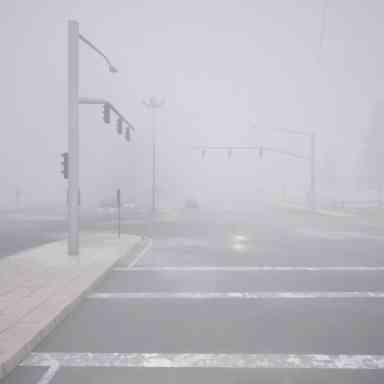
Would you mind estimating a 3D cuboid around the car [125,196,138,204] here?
[{"bbox_3d":[-11.554,1.504,63.671,2.128,1.511,4.902,0,0,0],"label":"car"}]

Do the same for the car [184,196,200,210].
[{"bbox_3d":[-0.037,1.526,43.480,1.812,1.442,4.674,0,0,0],"label":"car"}]

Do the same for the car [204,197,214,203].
[{"bbox_3d":[3.441,1.601,68.949,1.895,1.301,4.718,0,0,0],"label":"car"}]

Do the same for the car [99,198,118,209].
[{"bbox_3d":[-11.620,1.526,46.646,1.812,1.442,4.674,0,0,0],"label":"car"}]

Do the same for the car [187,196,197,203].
[{"bbox_3d":[-0.059,1.564,68.915,1.994,1.385,4.181,0,0,0],"label":"car"}]
